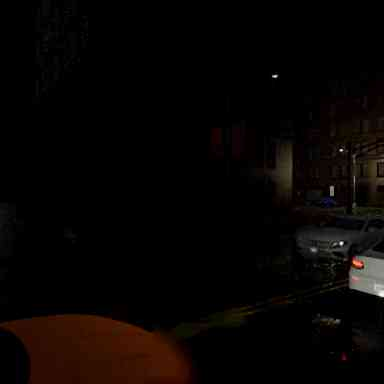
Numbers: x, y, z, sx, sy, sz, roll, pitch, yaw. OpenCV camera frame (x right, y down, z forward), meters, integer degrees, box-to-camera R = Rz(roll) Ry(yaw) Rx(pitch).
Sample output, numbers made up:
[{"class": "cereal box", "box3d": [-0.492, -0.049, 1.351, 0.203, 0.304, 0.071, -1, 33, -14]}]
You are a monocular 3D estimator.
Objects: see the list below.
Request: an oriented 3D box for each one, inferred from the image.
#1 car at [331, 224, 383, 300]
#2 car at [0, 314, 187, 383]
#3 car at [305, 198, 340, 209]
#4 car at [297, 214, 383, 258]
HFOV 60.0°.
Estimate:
[{"class": "car", "box3d": [5.208, 1.528, 7.151, 4.674, 1.442, 1.812, 0, 0, -35]}, {"class": "car", "box3d": [-2.294, 1.477, 1.806, 5.008, 1.535, 1.882, 0, 0, -35]}, {"class": "car", "box3d": [17.545, 1.521, 44.759, 1.812, 1.442, 4.674, 1, 0, -36]}, {"class": "car", "box3d": [5.686, 1.529, 11.635, 4.674, 1.442, 1.812, 0, 0, -35]}]
